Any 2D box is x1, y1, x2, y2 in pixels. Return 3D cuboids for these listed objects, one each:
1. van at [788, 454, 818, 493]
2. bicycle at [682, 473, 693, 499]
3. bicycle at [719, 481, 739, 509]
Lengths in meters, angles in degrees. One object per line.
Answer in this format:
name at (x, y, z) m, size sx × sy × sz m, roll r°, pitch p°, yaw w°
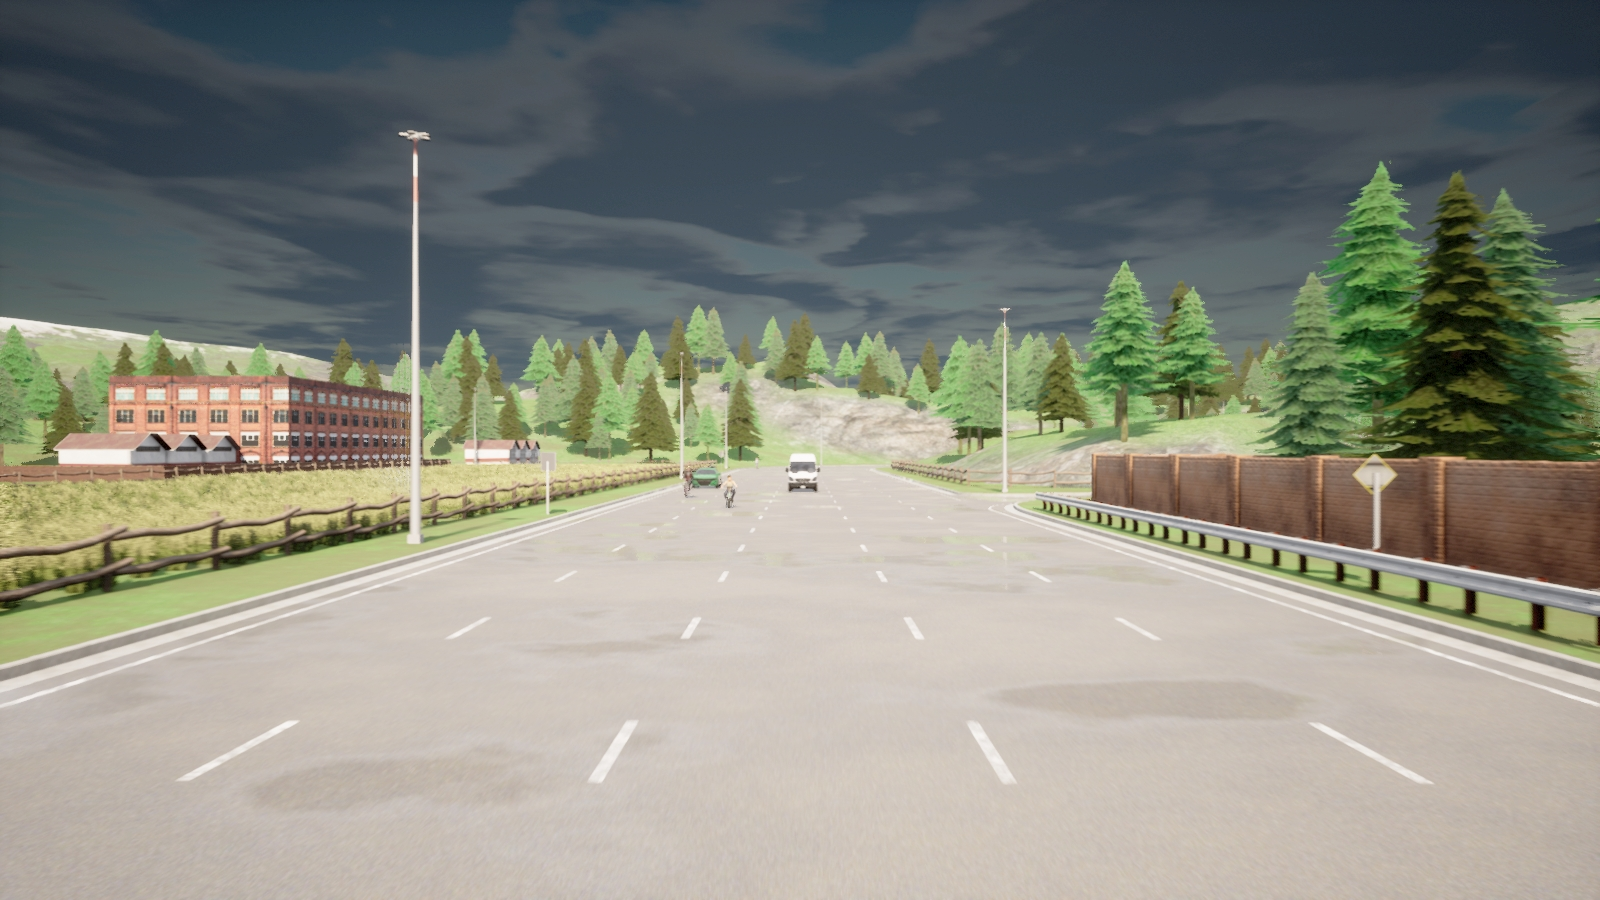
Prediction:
van at (0.202, 1.535, 77.401) m, size 1.988 × 2.561 × 5.915 m, roll 0°, pitch 0°, yaw 0°
bicycle at (-6.489, 2.060, 65.910) m, size 0.329 × 1.471 × 1.835 m, roll 1°, pitch 0°, yaw 4°
bicycle at (-3.359, 2.158, 54.466) m, size 0.859 × 1.276 × 1.487 m, roll 0°, pitch 0°, yaw 0°
